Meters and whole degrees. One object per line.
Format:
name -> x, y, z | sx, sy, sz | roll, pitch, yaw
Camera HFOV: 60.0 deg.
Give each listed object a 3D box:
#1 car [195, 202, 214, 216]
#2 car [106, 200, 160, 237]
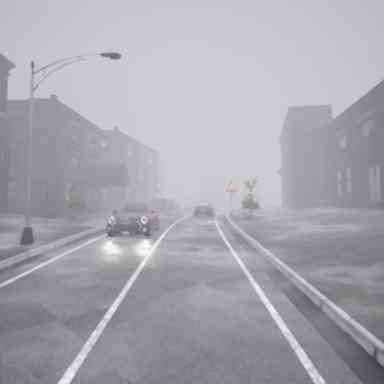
car -> 1.351, 1.804, 35.705 | 1.812, 1.442, 4.674 | 0, -1, 6
car -> -2.974, 1.314, 17.548 | 2.097, 1.767, 4.553 | 0, 0, 1
